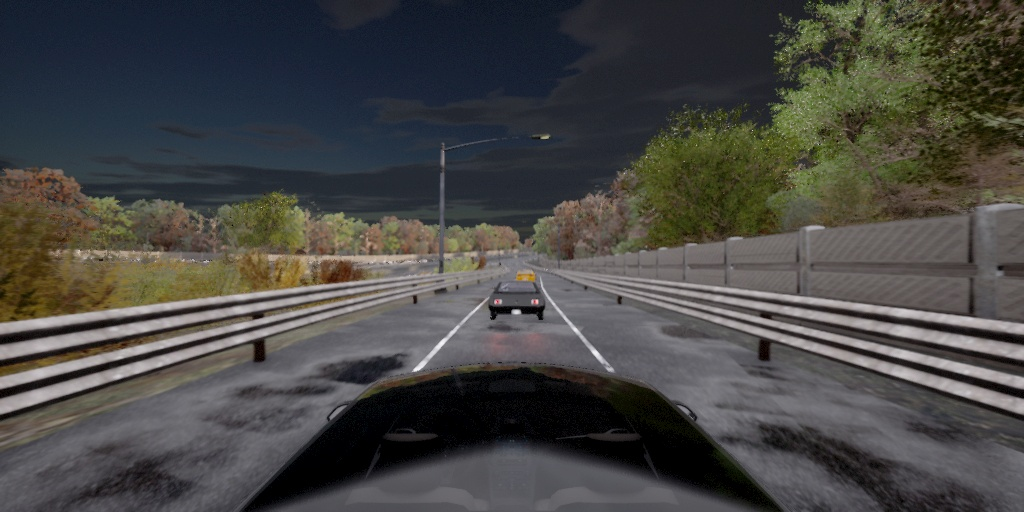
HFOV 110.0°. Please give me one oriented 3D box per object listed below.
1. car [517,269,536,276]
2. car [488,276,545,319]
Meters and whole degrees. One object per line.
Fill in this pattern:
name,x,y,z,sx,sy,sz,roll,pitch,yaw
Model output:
car,1.499,2.174,37.599,1.882,1.535,5.008,0,-2,4
car,0.209,1.597,13.905,1.895,1.301,4.718,0,-2,1
